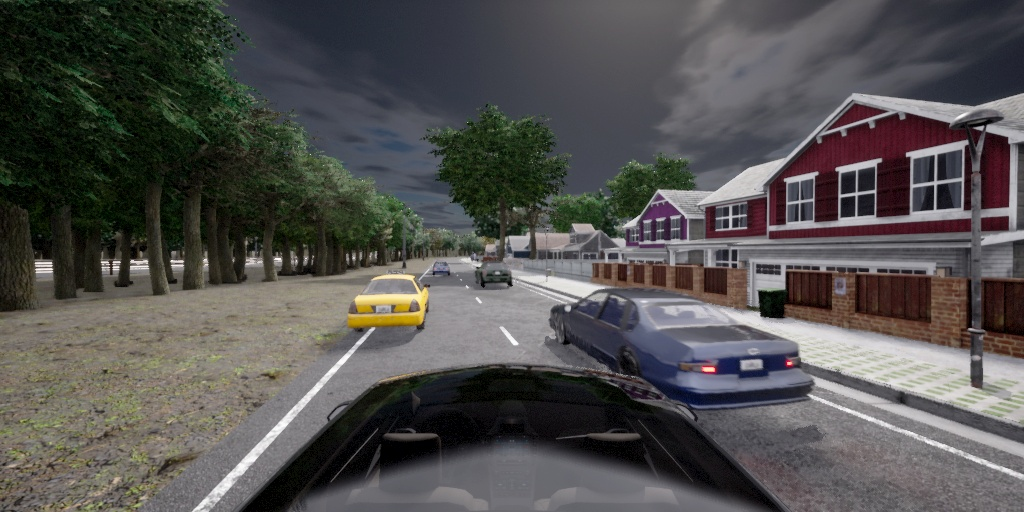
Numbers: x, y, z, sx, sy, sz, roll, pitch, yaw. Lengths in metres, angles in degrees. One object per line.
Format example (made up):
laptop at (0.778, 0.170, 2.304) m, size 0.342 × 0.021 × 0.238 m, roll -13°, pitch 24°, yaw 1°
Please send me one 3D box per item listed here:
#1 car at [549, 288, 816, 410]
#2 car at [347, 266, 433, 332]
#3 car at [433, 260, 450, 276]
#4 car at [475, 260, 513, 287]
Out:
car at (2.271, 1.299, 6.595) m, size 2.033 × 1.411 × 5.357 m, roll 0°, pitch 0°, yaw -11°
car at (-3.489, 1.208, 10.872) m, size 1.801 × 1.575 × 5.366 m, roll 0°, pitch 0°, yaw -11°
car at (-7.675, 1.345, 38.854) m, size 2.033 × 1.411 × 5.357 m, roll 0°, pitch 0°, yaw -12°
car at (-1.357, 1.123, 25.001) m, size 2.097 × 1.767 × 4.553 m, roll 0°, pitch 0°, yaw -11°
